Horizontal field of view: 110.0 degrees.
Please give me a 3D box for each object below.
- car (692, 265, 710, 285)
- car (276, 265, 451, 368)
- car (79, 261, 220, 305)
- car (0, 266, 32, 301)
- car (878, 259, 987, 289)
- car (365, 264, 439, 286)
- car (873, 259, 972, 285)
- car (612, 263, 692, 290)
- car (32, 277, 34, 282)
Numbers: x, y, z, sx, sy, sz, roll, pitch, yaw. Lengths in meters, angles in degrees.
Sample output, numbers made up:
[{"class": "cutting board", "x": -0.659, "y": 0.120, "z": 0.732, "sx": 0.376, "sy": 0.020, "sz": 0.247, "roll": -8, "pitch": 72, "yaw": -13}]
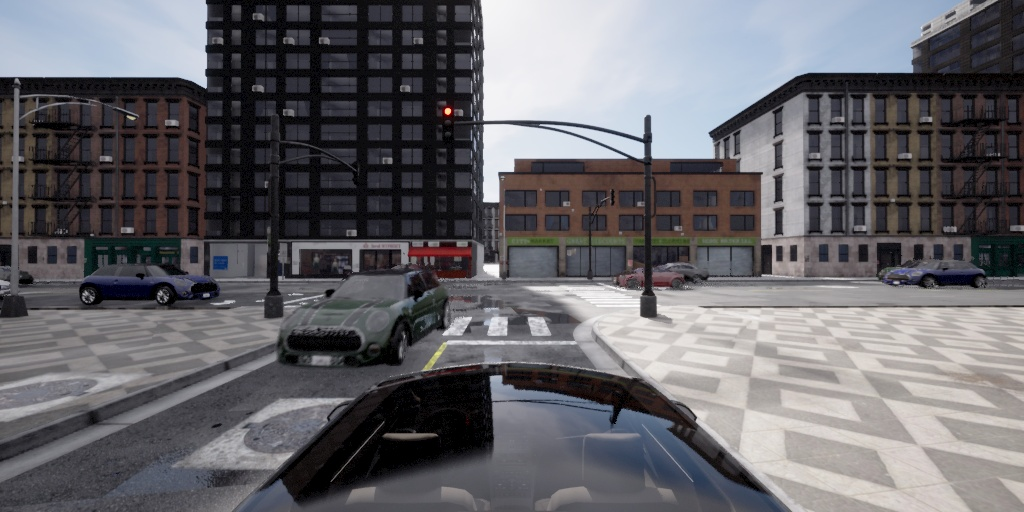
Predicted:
[{"class": "car", "x": 11.271, "y": 1.256, "z": 25.313, "sx": 4.902, "sy": 1.511, "sz": 2.128, "roll": 0, "pitch": 0, "yaw": 0}, {"class": "car", "x": -2.903, "y": 1.099, "z": 8.062, "sx": 2.097, "sy": 1.767, "sz": 4.553, "roll": 0, "pitch": 0, "yaw": 5}, {"class": "car", "x": -15.217, "y": 1.088, "z": 15.257, "sx": 4.553, "sy": 1.767, "sz": 2.097, "roll": 0, "pitch": 0, "yaw": 1}, {"class": "car", "x": -24.097, "y": 1.279, "z": 15.252, "sx": 4.674, "sy": 1.442, "sz": 1.812, "roll": 0, "pitch": 0, "yaw": 0}, {"class": "car", "x": 25.946, "y": 1.060, "z": 22.106, "sx": 4.553, "sy": 1.767, "sz": 2.097, "roll": 0, "pitch": 0, "yaw": 0}, {"class": "car", "x": -7.673, "y": 1.328, "z": 25.254, "sx": 4.674, "sy": 1.442, "sz": 1.812, "roll": 0, "pitch": 0, "yaw": 0}, {"class": "car", "x": 28.883, "y": 1.081, "z": 25.364, "sx": 4.553, "sy": 1.767, "sz": 2.097, "roll": 0, "pitch": 0, "yaw": 0}, {"class": "car", "x": 8.324, "y": 1.308, "z": 22.054, "sx": 4.181, "sy": 1.385, "sz": 1.994, "roll": 0, "pitch": 0, "yaw": -1}, {"class": "car", "x": -36.652, "y": 1.419, "z": 25.162, "sx": 4.181, "sy": 1.385, "sz": 1.994, "roll": 0, "pitch": 0, "yaw": 0}]
